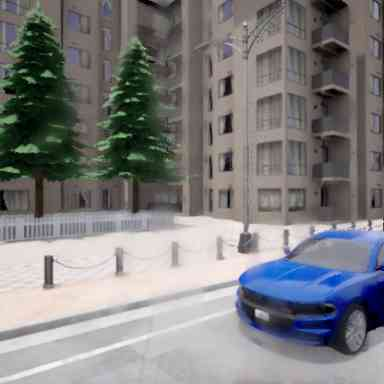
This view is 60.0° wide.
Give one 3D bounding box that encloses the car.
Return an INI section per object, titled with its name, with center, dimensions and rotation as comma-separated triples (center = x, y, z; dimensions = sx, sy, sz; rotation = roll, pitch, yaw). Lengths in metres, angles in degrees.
[car]
center = 2.998, 1.496, 6.294
dimensions = 5.008, 1.535, 1.882
rotation = 0, 0, -37
